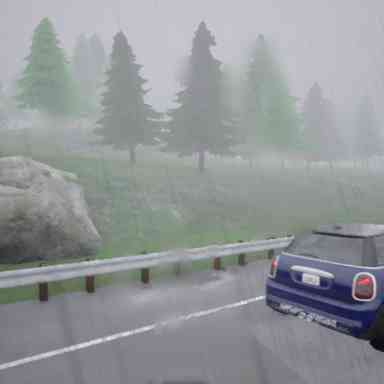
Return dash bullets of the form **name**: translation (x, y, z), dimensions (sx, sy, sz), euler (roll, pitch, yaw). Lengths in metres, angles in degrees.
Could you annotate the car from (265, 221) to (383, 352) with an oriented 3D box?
- **car**: translation (3.545, 1.374, 6.393), dimensions (4.553, 1.767, 2.097), euler (0, 0, -36)
